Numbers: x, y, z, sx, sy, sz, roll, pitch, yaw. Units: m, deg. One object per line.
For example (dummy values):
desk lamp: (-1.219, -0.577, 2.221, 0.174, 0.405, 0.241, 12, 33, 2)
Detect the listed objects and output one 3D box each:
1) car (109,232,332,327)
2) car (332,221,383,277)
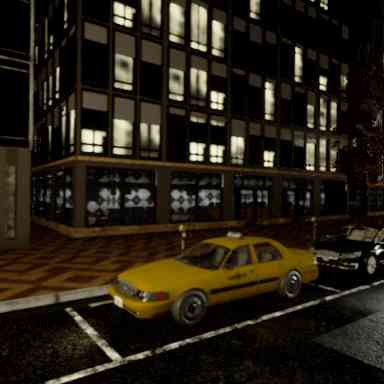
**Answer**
car: (0.719, 1.563, 7.064, 4.829, 1.417, 1.752, 1, 0, -35)
car: (5.496, 1.637, 10.464, 4.403, 1.369, 2.008, 1, 0, -35)
